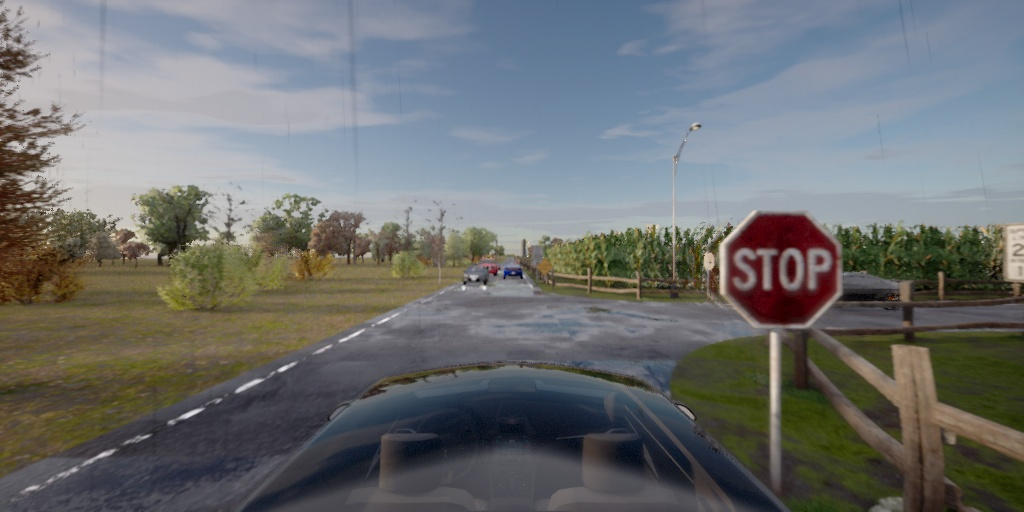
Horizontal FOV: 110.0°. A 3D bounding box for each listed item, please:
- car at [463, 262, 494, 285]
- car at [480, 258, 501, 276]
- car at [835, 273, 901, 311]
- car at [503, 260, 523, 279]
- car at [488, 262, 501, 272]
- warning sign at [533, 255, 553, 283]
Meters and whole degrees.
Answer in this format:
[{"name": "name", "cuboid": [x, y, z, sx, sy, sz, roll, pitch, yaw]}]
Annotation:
[{"name": "car", "cuboid": [-2.835, 1.470, 29.048, 2.128, 1.511, 4.902, 0, 0, 0]}, {"name": "car", "cuboid": [-2.824, 1.303, 42.108, 2.150, 2.045, 5.566, 0, -1, 1]}, {"name": "car", "cuboid": [13.295, 1.407, 14.633, 4.674, 1.442, 1.812, 0, -1, 0]}, {"name": "car", "cuboid": [0.114, 1.523, 37.450, 1.882, 1.535, 5.008, 0, 0, 0]}, {"name": "car", "cuboid": [-2.785, 1.715, 57.841, 1.812, 1.442, 4.674, 0, -1, 1]}, {"name": "warning sign", "cuboid": [2.459, 1.076, 26.888, 1.300, 1.860, 1.060, 0, 0, 0]}]
